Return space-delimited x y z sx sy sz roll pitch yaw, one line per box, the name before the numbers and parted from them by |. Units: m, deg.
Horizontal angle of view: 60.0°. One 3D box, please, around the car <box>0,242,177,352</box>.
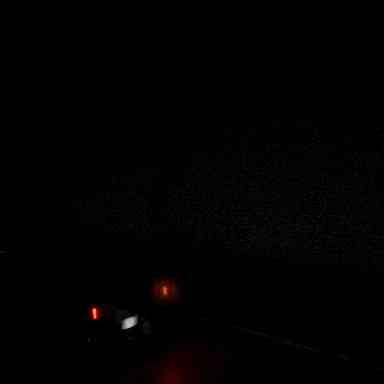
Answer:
car | -2.612 1.616 6.268 4.718 1.301 1.895 0 0 40
